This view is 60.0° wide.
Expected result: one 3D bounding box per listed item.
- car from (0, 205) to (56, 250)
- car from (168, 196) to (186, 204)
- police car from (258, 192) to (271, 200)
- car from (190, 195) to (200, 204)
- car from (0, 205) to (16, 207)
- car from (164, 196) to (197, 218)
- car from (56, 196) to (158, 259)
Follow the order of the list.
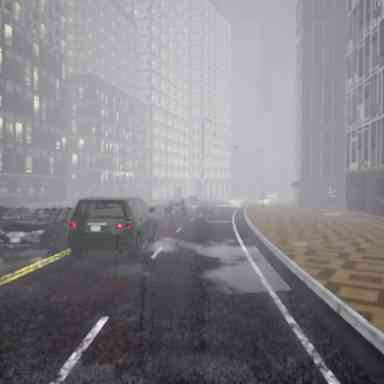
[{"bbox_3d":[-6.057,1.423,14.132,2.128,1.511,4.902,0,0,4],"label":"car"},{"bbox_3d":[-2.531,1.359,57.635,1.994,1.385,4.181,0,0,14],"label":"car"},{"bbox_3d":[18.597,1.284,87.404,1.930,1.638,5.238,1,0,23],"label":"police car"},{"bbox_3d":[-0.013,1.329,54.303,1.837,1.490,4.892,0,0,14],"label":"car"},{"bbox_3d":[-9.186,1.419,16.058,1.837,1.490,4.892,0,0,4],"label":"car"},{"bbox_3d":[-1.155,1.392,29.085,2.128,1.511,4.902,0,0,7],"label":"car"},{"bbox_3d":[-2.717,1.168,12.551,2.150,2.045,5.566,0,0,3],"label":"car"}]
